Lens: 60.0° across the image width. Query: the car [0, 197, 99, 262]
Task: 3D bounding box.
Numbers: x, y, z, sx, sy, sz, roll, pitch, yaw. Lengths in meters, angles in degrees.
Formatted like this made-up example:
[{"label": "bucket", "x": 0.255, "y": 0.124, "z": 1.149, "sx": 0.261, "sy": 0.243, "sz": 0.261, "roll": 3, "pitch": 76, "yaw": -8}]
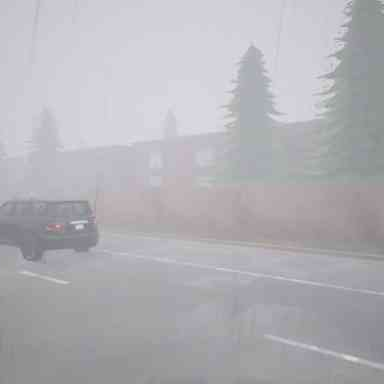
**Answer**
[{"label": "car", "x": -5.854, "y": 1.220, "z": 12.379, "sx": 5.566, "sy": 2.045, "sz": 2.150, "roll": 0, "pitch": 0, "yaw": 35}]
